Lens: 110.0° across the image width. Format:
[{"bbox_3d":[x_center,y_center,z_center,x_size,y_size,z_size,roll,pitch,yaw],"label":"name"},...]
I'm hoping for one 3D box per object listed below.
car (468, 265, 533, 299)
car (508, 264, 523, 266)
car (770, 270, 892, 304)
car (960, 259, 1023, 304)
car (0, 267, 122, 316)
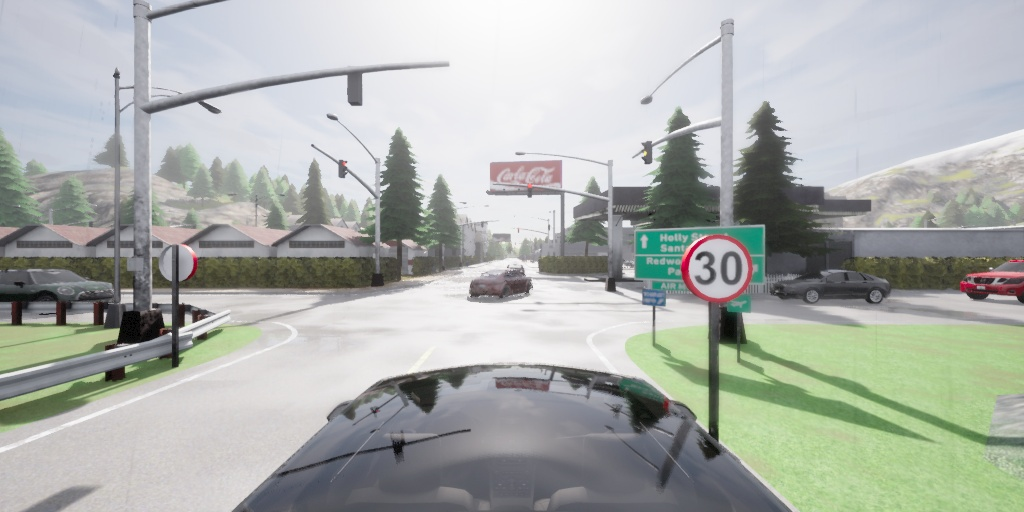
[{"bbox_3d":[-0.502,1.403,18.888,1.994,1.385,4.181,1,0,28],"label":"car"},{"bbox_3d":[0.324,1.447,35.290,1.895,1.301,4.718,1,0,1],"label":"car"},{"bbox_3d":[15.201,1.446,17.248,4.892,1.490,1.837,0,0,1],"label":"car"},{"bbox_3d":[25.171,1.163,17.117,5.566,2.045,2.150,0,0,0],"label":"car"},{"bbox_3d":[-18.248,1.295,13.993,4.553,1.767,2.097,0,0,1],"label":"car"}]
